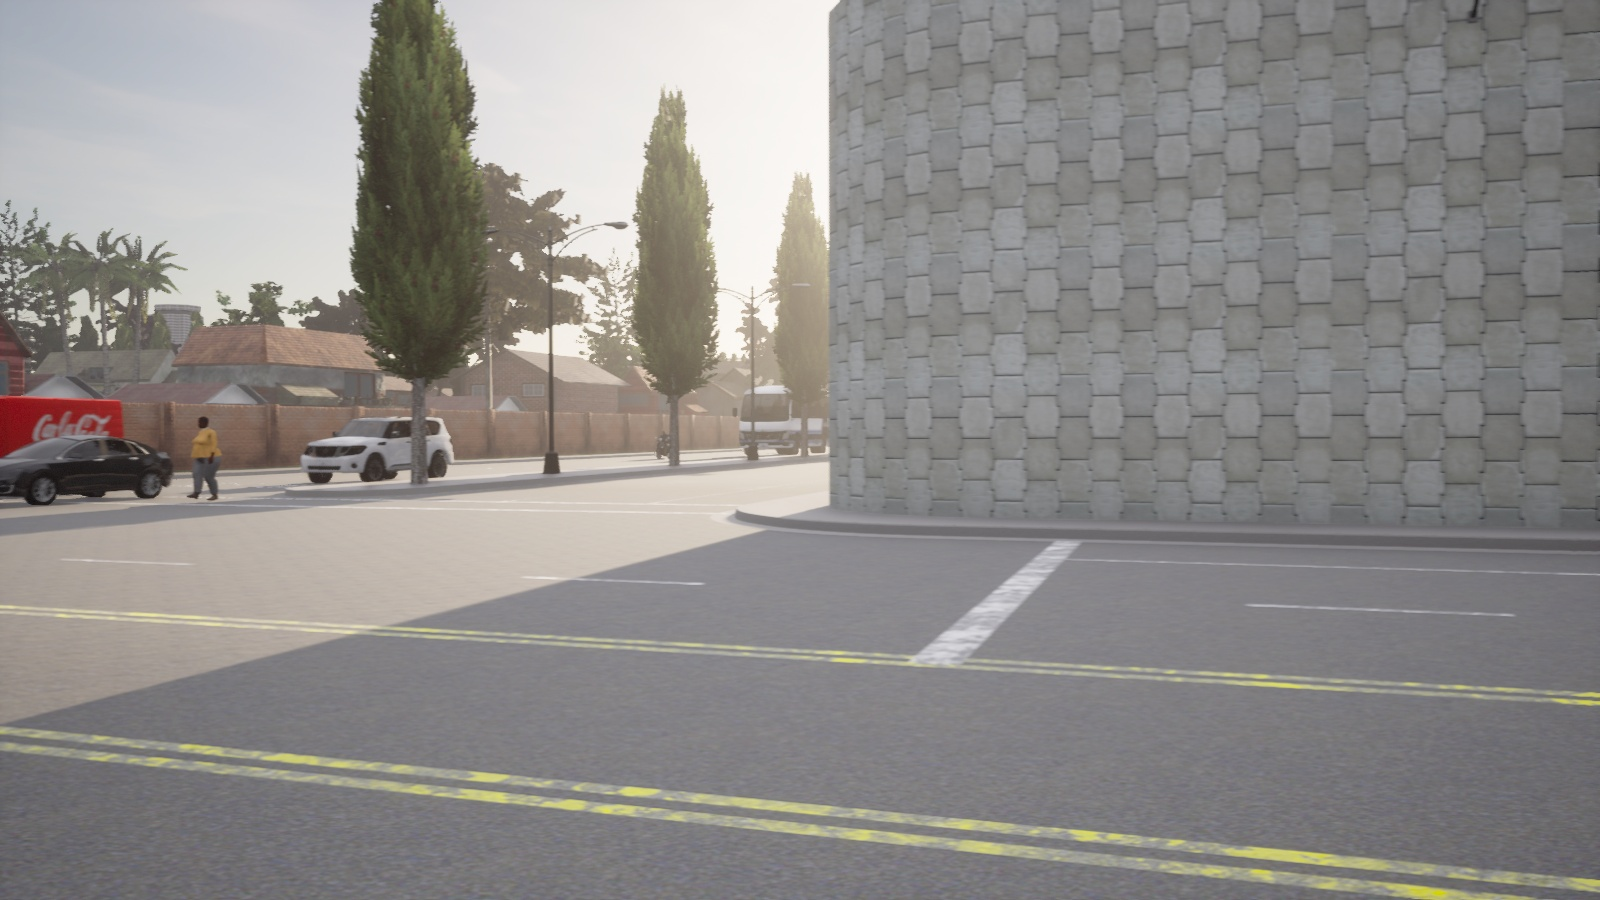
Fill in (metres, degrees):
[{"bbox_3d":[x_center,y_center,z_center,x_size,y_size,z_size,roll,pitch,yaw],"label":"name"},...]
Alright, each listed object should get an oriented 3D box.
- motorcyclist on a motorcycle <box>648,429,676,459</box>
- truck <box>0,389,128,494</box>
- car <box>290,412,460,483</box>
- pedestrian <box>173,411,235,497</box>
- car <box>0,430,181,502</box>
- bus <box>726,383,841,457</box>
[{"bbox_3d":[-7.483,-0.340,68.153,0.866,1.590,1.817,1,1,18],"label":"motorcyclist on a motorcycle"},{"bbox_3d":[-19.658,-0.227,30.799,2.627,2.467,5.204,1,1,18],"label":"truck"},{"bbox_3d":[-13.179,-0.138,39.392,2.150,2.045,5.566,1,1,18],"label":"car"},{"bbox_3d":[-13.105,0.083,27.614,0.874,1.855,0.900,1,1,34],"label":"pedestrian"},{"bbox_3d":[-16.713,0.312,28.553,1.837,1.490,4.892,1,1,18],"label":"car"},{"bbox_3d":[-0.849,-1.789,77.173,3.944,4.253,10.273,1,1,18],"label":"bus"}]
